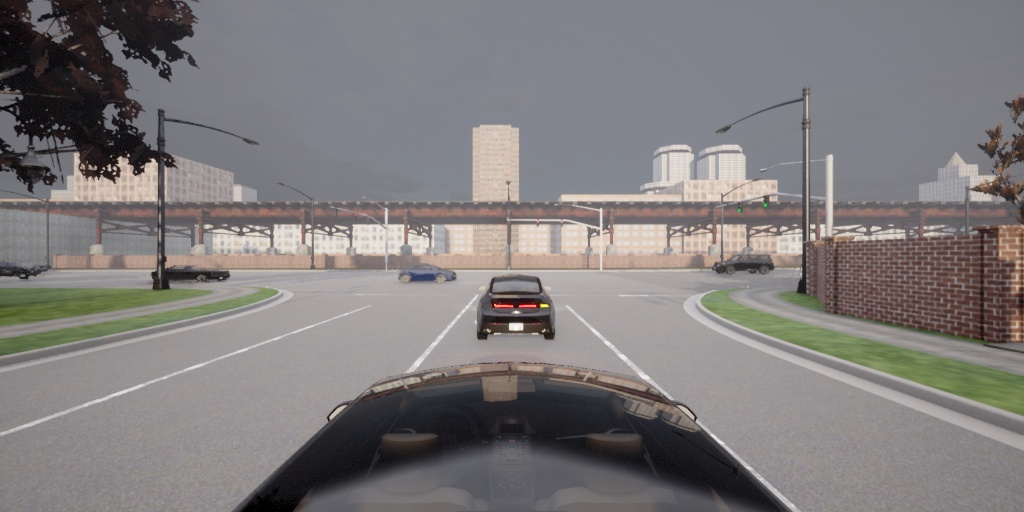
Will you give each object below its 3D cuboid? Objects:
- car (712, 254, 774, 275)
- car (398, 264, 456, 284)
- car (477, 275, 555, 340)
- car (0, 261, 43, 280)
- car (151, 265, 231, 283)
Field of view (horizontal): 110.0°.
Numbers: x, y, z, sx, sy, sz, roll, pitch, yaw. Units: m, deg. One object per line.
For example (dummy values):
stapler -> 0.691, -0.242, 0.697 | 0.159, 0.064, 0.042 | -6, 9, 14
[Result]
car -> 23.556, 0.843, 36.631 | 5.566, 2.045, 2.150 | -1, 0, 3
car -> -6.267, 1.312, 26.744 | 4.181, 1.385, 1.994 | 0, 0, 2
car -> 0.093, 1.258, 10.028 | 1.837, 1.490, 4.892 | 0, 0, 0
car -> -40.454, 1.102, 27.760 | 5.357, 1.411, 2.033 | 0, 0, 2
car -> -24.256, 1.357, 27.232 | 4.718, 1.301, 1.895 | 0, 0, 2
